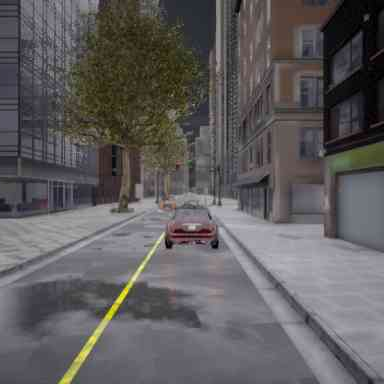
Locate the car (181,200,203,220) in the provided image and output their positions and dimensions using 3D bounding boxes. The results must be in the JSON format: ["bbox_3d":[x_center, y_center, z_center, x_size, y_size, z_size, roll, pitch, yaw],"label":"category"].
[{"bbox_3d":[0.000,1.503,29.650,1.837,1.490,4.892,0,0,0],"label":"car"}]

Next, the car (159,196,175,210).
[{"bbox_3d":[-3.000,1.384,42.680,2.097,1.767,4.553,0,0,0],"label":"car"}]

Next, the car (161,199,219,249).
[{"bbox_3d":[0.000,1.361,14.620,2.097,1.767,4.553,0,0,0],"label":"car"}]
